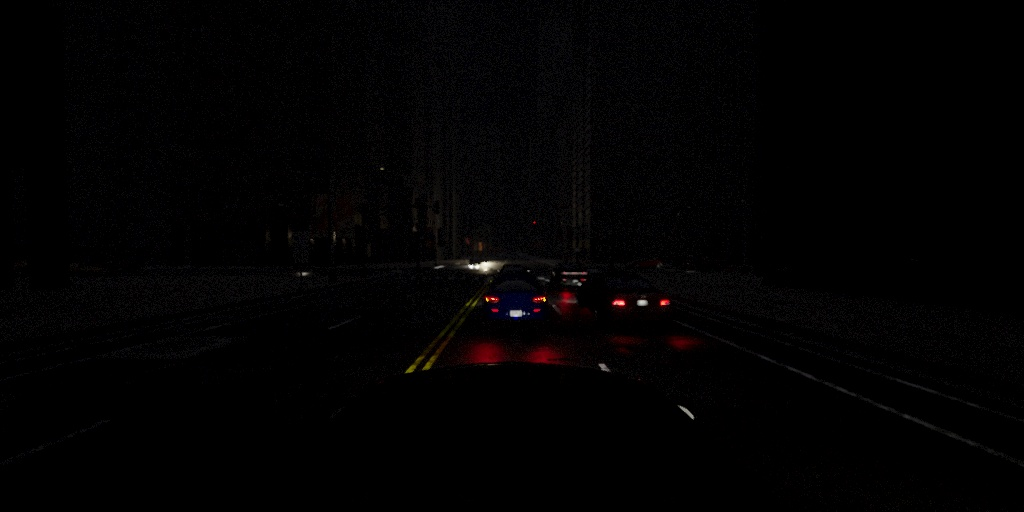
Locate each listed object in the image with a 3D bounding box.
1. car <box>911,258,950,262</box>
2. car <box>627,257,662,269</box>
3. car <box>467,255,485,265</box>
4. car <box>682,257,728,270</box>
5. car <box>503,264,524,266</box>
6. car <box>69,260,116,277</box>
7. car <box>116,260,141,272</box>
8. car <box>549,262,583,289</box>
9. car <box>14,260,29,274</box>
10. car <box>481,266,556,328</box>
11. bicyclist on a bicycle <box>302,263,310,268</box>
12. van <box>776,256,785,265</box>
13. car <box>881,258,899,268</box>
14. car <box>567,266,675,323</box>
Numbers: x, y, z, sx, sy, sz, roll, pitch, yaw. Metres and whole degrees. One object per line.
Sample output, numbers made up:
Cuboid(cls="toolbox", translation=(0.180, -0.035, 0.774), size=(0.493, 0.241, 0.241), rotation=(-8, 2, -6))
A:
Cuboid(cls="car", translation=(43.833, 0.962, 36.685), size=(4.097, 1.591, 1.967), rotation=(0, 0, 0))
Cuboid(cls="car", translation=(16.675, 0.813, 45.357), size=(4.097, 1.591, 1.967), rotation=(0, 0, 0))
Cuboid(cls="car", translation=(-6.542, 0.833, 63.983), size=(2.128, 1.511, 4.902), rotation=(0, 0, 0))
Cuboid(cls="car", translation=(22.867, 0.899, 42.643), size=(5.008, 1.535, 1.882), rotation=(0, 1, 0))
Cuboid(cls="car", translation=(0.089, 1.170, 21.217), size=(2.033, 1.411, 5.357), rotation=(0, 0, 0))
Cuboid(cls="car", translation=(-40.839, 1.261, 33.691), size=(4.829, 1.417, 1.751), rotation=(0, 0, 0))
Cuboid(cls="car", translation=(-46.435, 1.123, 42.211), size=(4.507, 1.381, 1.888), rotation=(0, 0, 0))
Cuboid(cls="car", translation=(3.340, 1.113, 21.491), size=(2.128, 1.511, 4.902), rotation=(0, 0, 0))
Cuboid(cls="car", translation=(-50.914, 1.201, 39.431), size=(5.357, 1.411, 2.033), rotation=(0, 1, 0))
Cuboid(cls="car", translation=(0.090, 1.217, 11.027), size=(1.812, 1.442, 4.674), rotation=(0, 0, 0))
Cuboid(cls="bicyclist on a bicycle", translation=(-25.896, 0.745, 45.074), size=(0.582, 1.620, 1.656), rotation=(0, 1, 0))
Cuboid(cls="van", translation=(27.512, 0.879, 36.774), size=(3.998, 1.789, 1.690), rotation=(0, 0, 0))
Cuboid(cls="car", translation=(47.316, 0.929, 42.452), size=(4.674, 1.442, 1.812), rotation=(0, 1, 1))
Cuboid(cls="car", translation=(3.348, 1.234, 11.744), size=(2.033, 1.411, 5.357), rotation=(0, 0, 0))
